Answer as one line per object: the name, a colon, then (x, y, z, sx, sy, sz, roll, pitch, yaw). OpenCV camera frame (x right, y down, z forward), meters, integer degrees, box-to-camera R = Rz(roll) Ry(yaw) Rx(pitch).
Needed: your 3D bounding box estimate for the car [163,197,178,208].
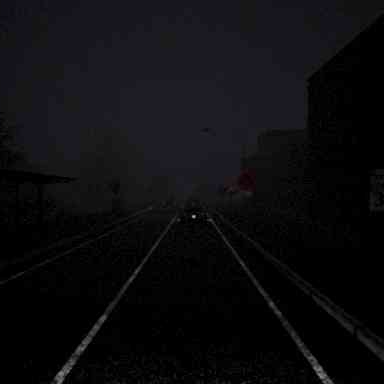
car: (-3.207, 1.544, 49.585, 1.837, 1.490, 4.892, 0, 0, 0)

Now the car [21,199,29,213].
car: (-22.110, 1.830, 38.595, 4.792, 1.488, 2.163, 0, 0, 0)

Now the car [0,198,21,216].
car: (-21.893, 1.773, 35.818, 5.366, 1.575, 1.946, 0, -1, 0)

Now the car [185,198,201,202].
car: (0.141, 1.434, 41.389, 2.033, 1.411, 5.357, 0, 0, 0)

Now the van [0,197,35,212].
van: (-21.964, 1.599, 41.371, 4.442, 1.987, 1.878, 0, 0, 0)

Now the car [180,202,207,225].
car: (0.126, 1.719, 25.397, 1.994, 1.385, 4.181, 0, 0, 0)
